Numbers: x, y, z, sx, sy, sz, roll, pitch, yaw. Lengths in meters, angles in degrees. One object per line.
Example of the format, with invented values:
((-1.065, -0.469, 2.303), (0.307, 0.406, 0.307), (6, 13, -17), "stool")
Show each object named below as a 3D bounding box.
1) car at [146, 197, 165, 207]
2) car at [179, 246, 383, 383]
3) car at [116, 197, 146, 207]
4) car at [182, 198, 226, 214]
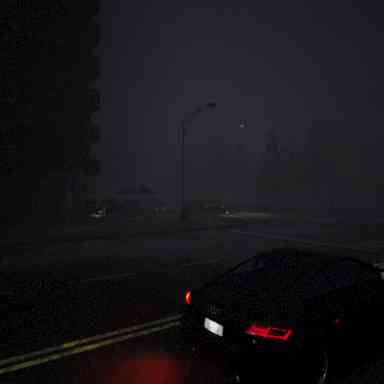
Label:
((-6.011, 1.446, 49.100), (4.892, 1.490, 1.837), (0, 0, 44), "car")
((1.890, 1.563, 5.098), (4.181, 1.385, 1.994), (0, 0, -35), "car")
((-9.131, 1.467, 47.404), (4.674, 1.442, 1.812), (0, 0, 41), "car")
((0.903, 1.419, 34.535), (1.882, 1.535, 5.008), (0, 0, -36), "car")
